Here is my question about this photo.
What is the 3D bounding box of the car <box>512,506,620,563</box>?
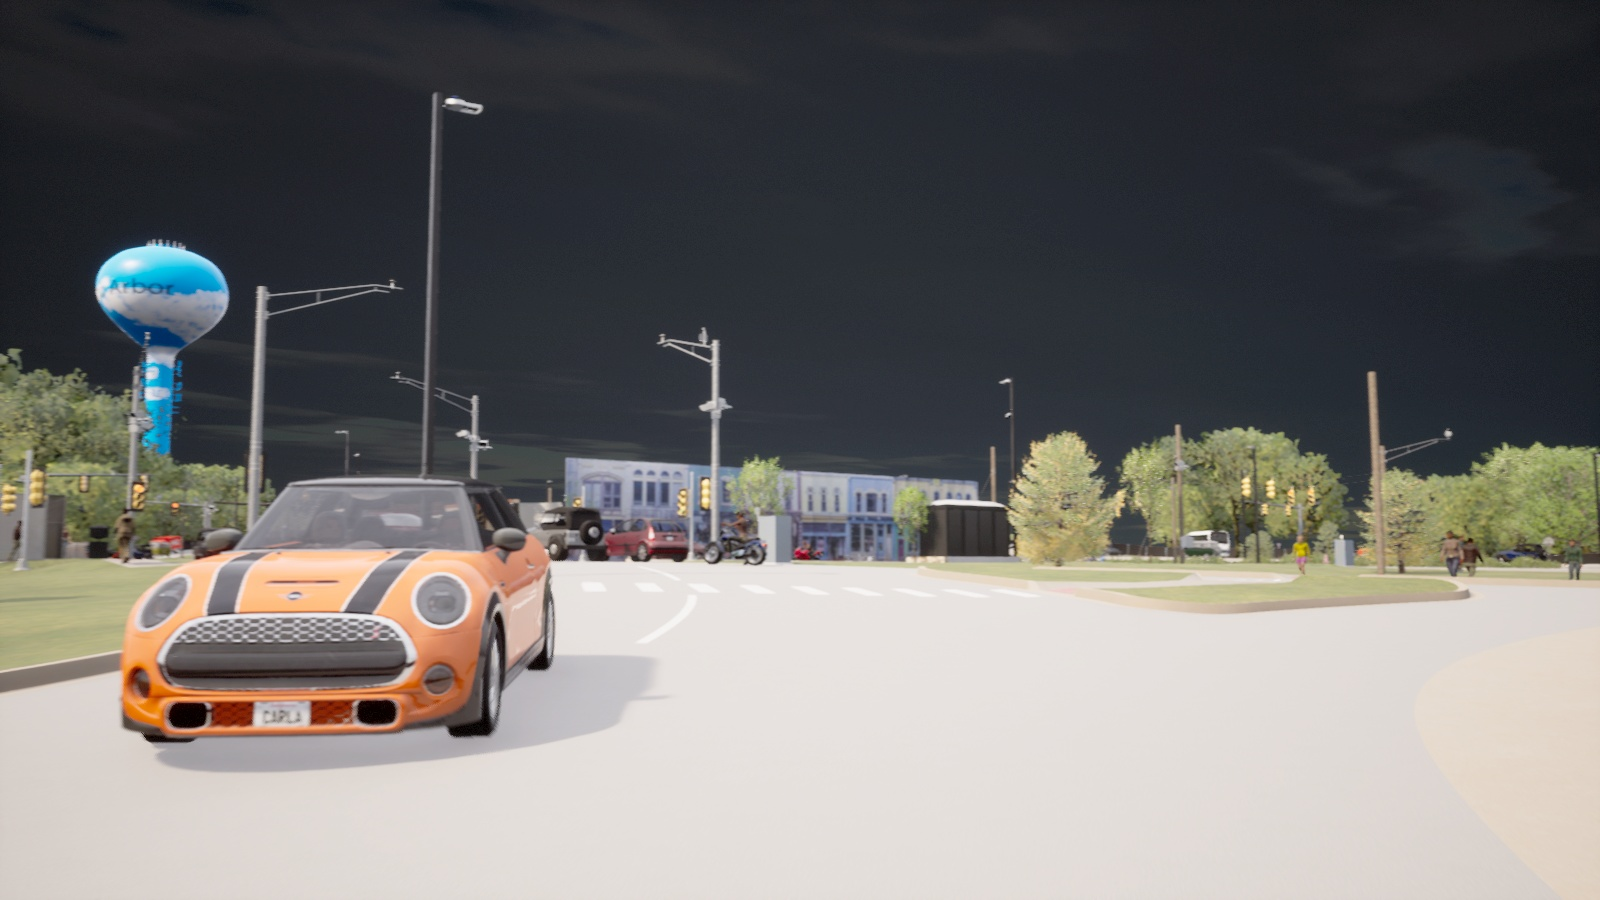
[{"bbox_3d":[-8.160,2.971,43.676,1.905,1.878,3.866,5,-7,-42],"label":"car"}]

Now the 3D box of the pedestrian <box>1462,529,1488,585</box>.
[{"bbox_3d":[22.453,3.565,41.744,0.703,1.840,0.431,4,-7,-40],"label":"pedestrian"}]

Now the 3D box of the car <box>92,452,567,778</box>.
[{"bbox_3d":[-3.019,0.983,9.255,2.097,1.767,4.553,0,-2,-5],"label":"car"}]

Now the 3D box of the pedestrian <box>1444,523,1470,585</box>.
[{"bbox_3d":[19.410,3.076,37.088,0.869,1.805,0.328,5,-8,-43],"label":"pedestrian"}]

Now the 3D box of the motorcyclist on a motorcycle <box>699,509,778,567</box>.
[{"bbox_3d":[-1.834,2.610,37.222,2.350,1.649,0.766,-3,-6,35],"label":"motorcyclist on a motorcycle"}]

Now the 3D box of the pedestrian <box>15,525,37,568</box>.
[{"bbox_3d":[-33.564,4.173,54.458,0.703,1.840,0.431,4,-7,-36],"label":"pedestrian"}]

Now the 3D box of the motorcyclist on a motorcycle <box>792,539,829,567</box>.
[{"bbox_3d":[0.606,5.836,71.228,2.044,1.523,0.797,4,-7,-36],"label":"motorcyclist on a motorcycle"}]

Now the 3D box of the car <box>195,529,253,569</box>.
[{"bbox_3d":[-28.766,4.979,62.668,1.905,1.878,3.866,3,-7,-35],"label":"car"}]

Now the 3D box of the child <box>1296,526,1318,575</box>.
[{"bbox_3d":[12.141,2.419,30.080,0.299,1.160,0.473,-5,-7,39],"label":"child"}]

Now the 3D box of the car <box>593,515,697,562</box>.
[{"bbox_3d":[-5.670,3.246,45.630,1.851,1.617,3.988,4,-7,-40],"label":"car"}]

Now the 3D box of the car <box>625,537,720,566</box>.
[{"bbox_3d":[-6.661,5.360,65.969,4.674,1.442,1.812,4,-7,-36],"label":"car"}]

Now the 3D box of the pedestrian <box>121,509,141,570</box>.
[{"bbox_3d":[-21.611,2.894,40.571,0.396,1.930,0.692,4,-7,-36],"label":"pedestrian"}]

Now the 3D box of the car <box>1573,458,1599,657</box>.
[{"bbox_3d":[8.626,0.841,10.751,3.988,1.617,1.851,1,-5,-35],"label":"car"}]

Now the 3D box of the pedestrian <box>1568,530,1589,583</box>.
[{"bbox_3d":[27.315,3.728,44.062,0.614,1.847,0.353,4,-7,-38],"label":"pedestrian"}]
